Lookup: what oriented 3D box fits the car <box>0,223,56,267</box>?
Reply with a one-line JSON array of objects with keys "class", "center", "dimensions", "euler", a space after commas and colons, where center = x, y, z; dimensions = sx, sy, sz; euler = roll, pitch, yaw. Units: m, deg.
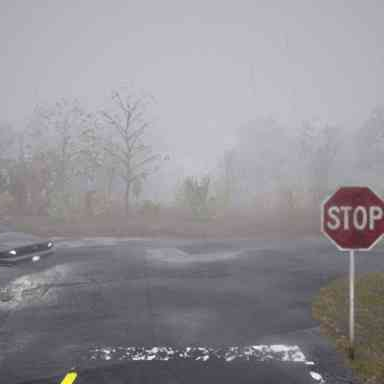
[{"class": "car", "center": [-7.055, 1.546, 10.505], "dimensions": [5.357, 1.411, 2.033], "euler": [0, 0, 18]}]
